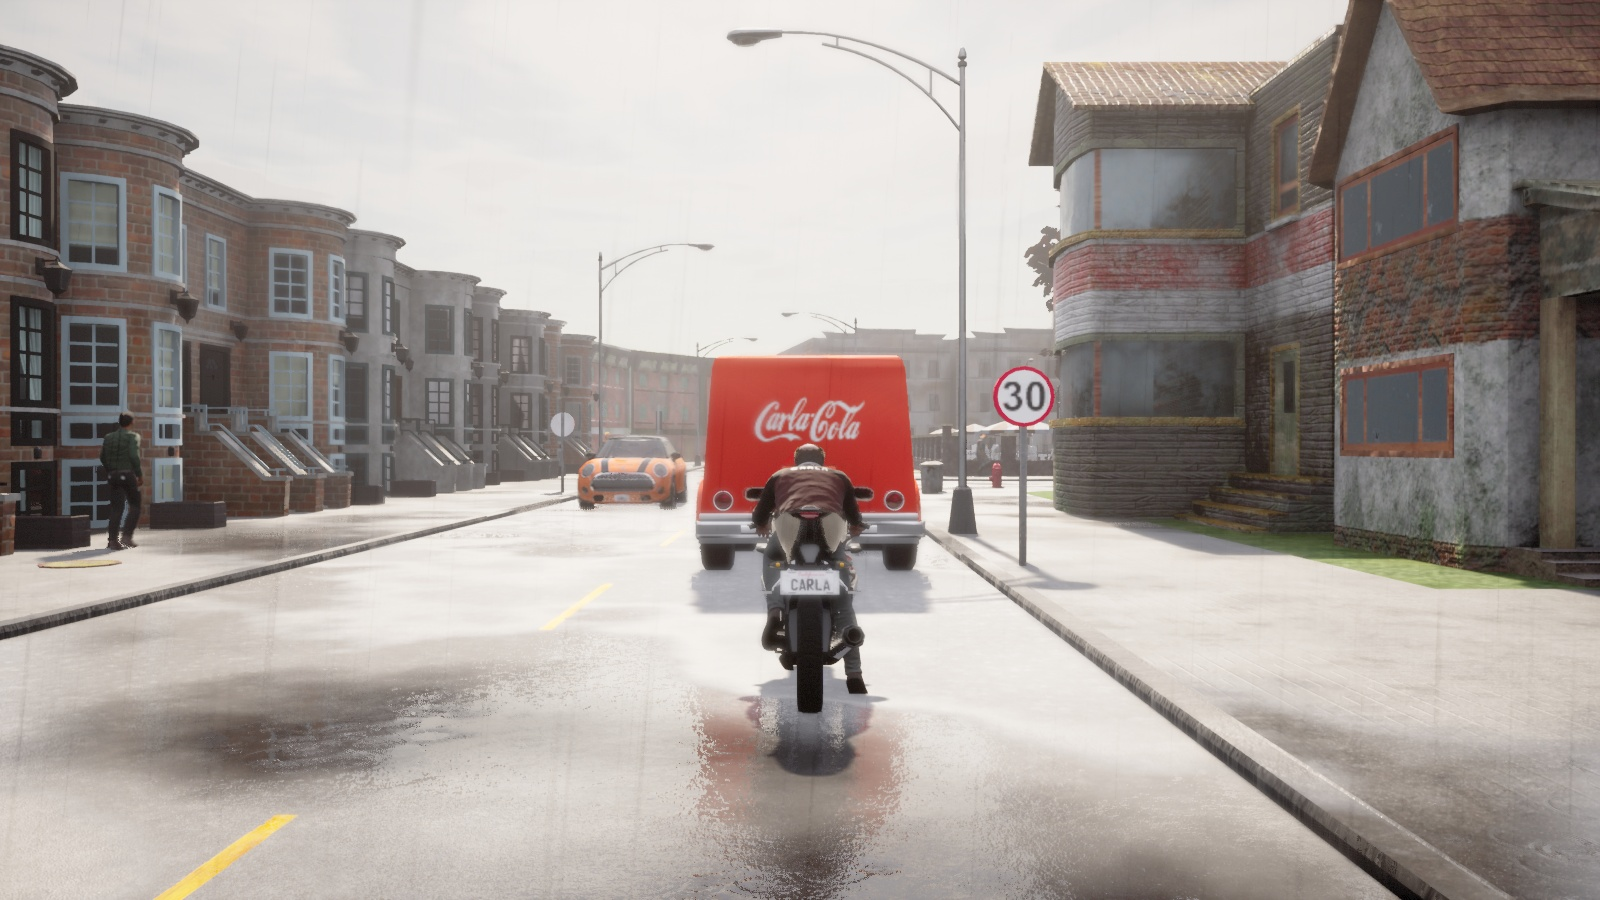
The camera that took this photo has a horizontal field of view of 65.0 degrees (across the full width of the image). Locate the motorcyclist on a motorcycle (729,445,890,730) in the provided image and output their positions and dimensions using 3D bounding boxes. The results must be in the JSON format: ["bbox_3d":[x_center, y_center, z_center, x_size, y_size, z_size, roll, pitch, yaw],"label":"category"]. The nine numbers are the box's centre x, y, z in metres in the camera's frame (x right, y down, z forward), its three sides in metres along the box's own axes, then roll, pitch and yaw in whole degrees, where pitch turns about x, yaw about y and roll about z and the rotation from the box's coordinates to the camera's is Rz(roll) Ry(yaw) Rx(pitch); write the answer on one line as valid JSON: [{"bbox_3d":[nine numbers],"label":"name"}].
[{"bbox_3d":[0.059,0.737,7.850,0.866,1.530,2.191,0,0,0],"label":"motorcyclist on a motorcycle"}]

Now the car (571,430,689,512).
[{"bbox_3d":[-3.833,0.437,29.111,2.097,1.767,4.553,0,0,0],"label":"car"}]

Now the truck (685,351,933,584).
[{"bbox_3d":[0.105,0.170,15.910,2.627,2.467,5.204,0,0,0],"label":"truck"}]

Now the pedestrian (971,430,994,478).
[{"bbox_3d":[7.563,0.168,52.072,0.873,1.952,0.659,0,0,2],"label":"pedestrian"}]

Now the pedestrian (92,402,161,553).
[{"bbox_3d":[-8.881,0.354,16.571,0.423,1.949,0.788,0,0,7],"label":"pedestrian"}]
